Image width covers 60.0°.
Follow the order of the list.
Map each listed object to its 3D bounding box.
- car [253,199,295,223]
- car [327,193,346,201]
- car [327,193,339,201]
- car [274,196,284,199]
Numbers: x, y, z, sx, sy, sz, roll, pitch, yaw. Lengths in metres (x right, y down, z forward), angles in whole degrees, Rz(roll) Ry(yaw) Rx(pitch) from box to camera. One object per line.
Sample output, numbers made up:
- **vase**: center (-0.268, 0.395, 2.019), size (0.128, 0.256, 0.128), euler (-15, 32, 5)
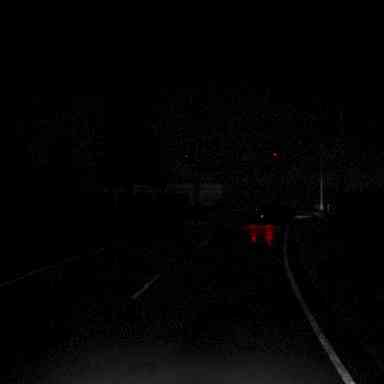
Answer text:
- **car**: center (6.390, 1.529, 25.721), size (2.128, 1.511, 4.902), euler (0, 0, 35)
- **car**: center (35.504, 1.194, 81.770), size (3.866, 1.878, 1.905), euler (0, 0, 16)
- **car**: center (34.011, 1.473, 78.736), size (3.806, 1.475, 1.970), euler (0, 0, 16)
- **car**: center (17.977, 1.604, 68.953), size (2.033, 1.411, 5.357), euler (0, 0, 16)
